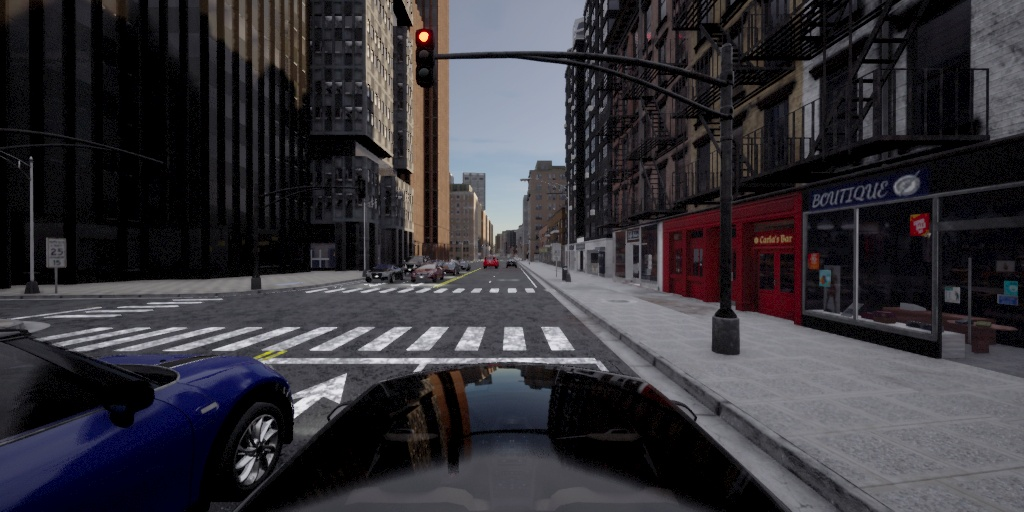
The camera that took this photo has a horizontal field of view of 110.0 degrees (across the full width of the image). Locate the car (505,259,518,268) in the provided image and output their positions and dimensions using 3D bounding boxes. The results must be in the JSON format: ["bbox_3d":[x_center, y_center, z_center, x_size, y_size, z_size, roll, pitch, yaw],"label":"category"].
[{"bbox_3d":[-0.086,1.273,61.844,1.837,1.490,4.892,0,0,0],"label":"car"}]

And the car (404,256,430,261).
[{"bbox_3d":[-9.952,0.982,37.673,2.150,2.045,5.566,0,0,0],"label":"car"}]

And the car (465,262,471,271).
[{"bbox_3d":[-6.728,1.328,48.388,1.994,1.385,4.181,0,0,0],"label":"car"}]

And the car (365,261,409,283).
[{"bbox_3d":[-9.915,1.320,28.338,1.994,1.385,4.181,0,0,1],"label":"car"}]

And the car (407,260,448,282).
[{"bbox_3d":[-6.675,1.283,28.747,1.812,1.442,4.674,0,0,0],"label":"car"}]

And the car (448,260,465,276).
[{"bbox_3d":[-6.705,1.308,38.428,2.033,1.411,5.357,0,0,0],"label":"car"}]

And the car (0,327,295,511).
[{"bbox_3d":[-3.146,1.102,1.601,2.097,1.767,4.553,0,0,0],"label":"car"}]

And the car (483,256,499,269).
[{"bbox_3d":[-3.423,0.989,58.060,2.150,2.045,5.566,0,0,0],"label":"car"}]
